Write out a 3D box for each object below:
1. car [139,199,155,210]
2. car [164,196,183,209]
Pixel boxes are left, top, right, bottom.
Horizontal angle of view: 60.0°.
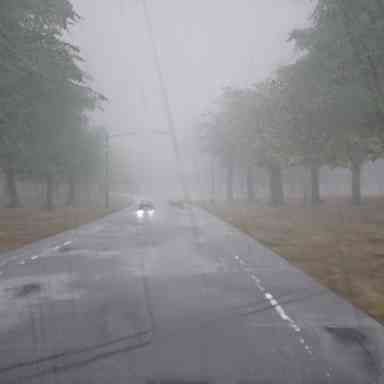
[{"bbox_3d":[-5.755,1.600,42.536,1.895,1.301,4.718,0,0,-5],"label":"car"},{"bbox_3d":[-2.351,1.319,45.458,2.097,1.767,4.553,0,0,-5],"label":"car"}]
